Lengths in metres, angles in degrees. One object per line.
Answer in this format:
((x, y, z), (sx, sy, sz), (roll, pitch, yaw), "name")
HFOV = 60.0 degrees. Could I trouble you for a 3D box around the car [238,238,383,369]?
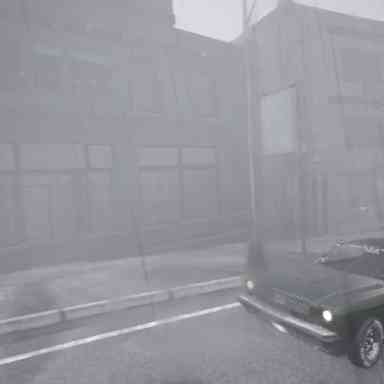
((3.135, 1.540, 5.652), (4.718, 1.301, 1.895), (0, 1, -29), "car")
